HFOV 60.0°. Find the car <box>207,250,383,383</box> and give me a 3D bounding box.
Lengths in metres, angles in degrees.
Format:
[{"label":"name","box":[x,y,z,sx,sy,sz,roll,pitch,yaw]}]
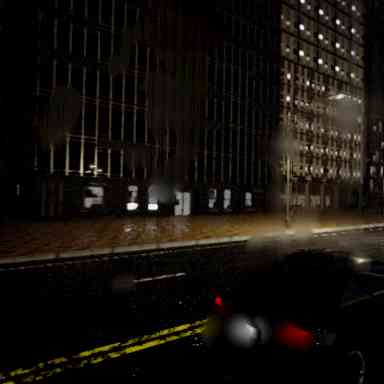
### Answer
[{"label":"car","box":[2.286,1.616,5.064,4.181,1.385,1.994,1,0,-35]}]
